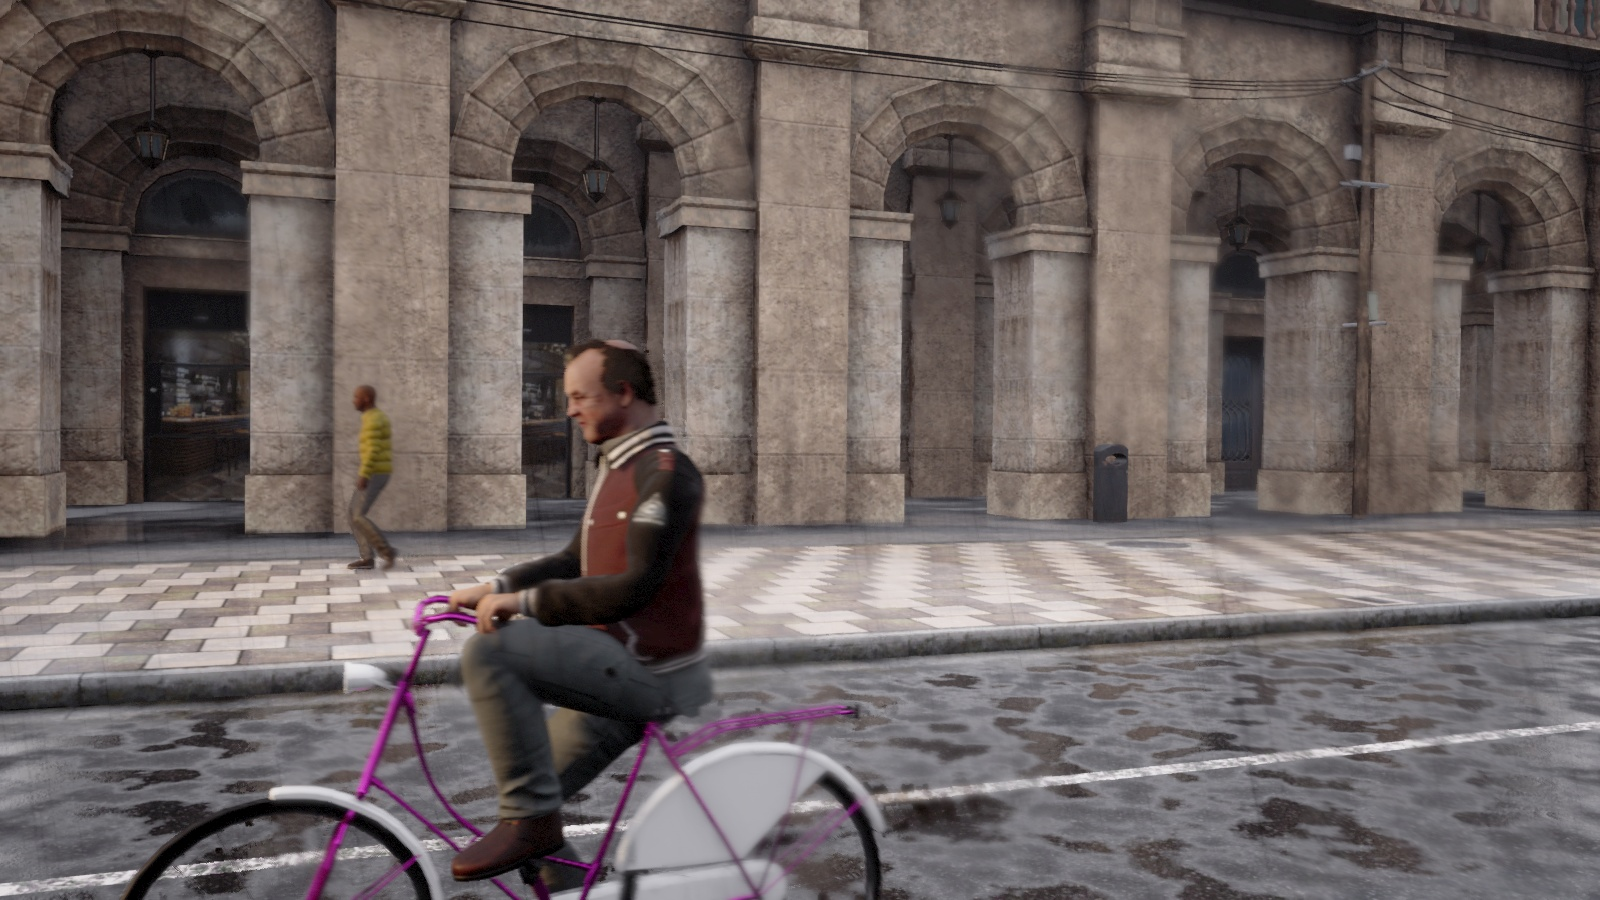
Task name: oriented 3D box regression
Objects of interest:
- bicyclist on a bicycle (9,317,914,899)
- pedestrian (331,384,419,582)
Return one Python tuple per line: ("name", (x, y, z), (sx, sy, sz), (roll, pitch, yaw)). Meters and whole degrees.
("bicyclist on a bicycle", (-0.710, 0.628, 2.968), (1.843, 1.776, 0.659), (-1, 1, -21))
("pedestrian", (-4.023, 0.304, 11.918), (0.726, 1.835, 0.370), (-1, 1, -12))
